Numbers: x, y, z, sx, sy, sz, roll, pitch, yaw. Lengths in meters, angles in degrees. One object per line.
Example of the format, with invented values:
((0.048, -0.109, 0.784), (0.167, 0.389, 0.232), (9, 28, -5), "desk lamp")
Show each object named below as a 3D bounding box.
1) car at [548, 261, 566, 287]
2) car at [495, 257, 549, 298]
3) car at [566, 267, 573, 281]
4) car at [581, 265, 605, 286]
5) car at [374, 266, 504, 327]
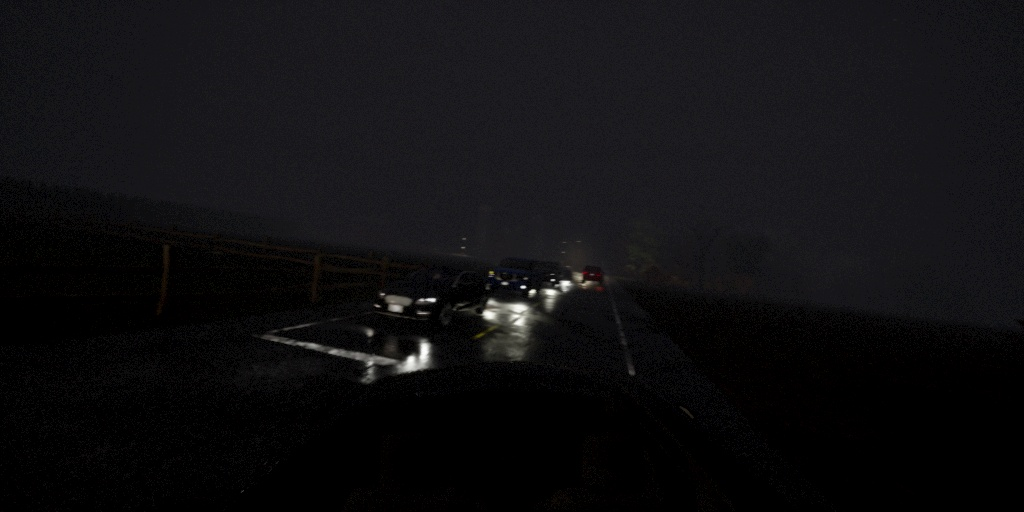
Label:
((2.936, 1.413, 30.535), (2.150, 2.045, 5.566), (6, 0, 14), "car")
((0.362, 1.095, 20.451), (2.150, 2.045, 5.566), (6, 0, 15), "car")
((6.309, 2.104, 43.626), (2.128, 1.511, 4.902), (6, 0, 15), "car")
((8.926, 2.092, 39.615), (2.150, 2.045, 5.566), (6, 0, 14), "car")
((-2.113, 1.061, 10.904), (2.128, 1.511, 4.902), (6, 0, 15), "car")
